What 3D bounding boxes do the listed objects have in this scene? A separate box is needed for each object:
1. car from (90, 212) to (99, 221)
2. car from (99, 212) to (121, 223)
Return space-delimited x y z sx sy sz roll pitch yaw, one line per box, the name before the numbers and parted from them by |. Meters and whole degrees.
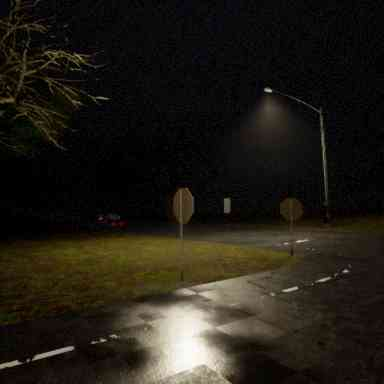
car | -17.120 4.513 60.703 1.837 1.490 4.892 -1 -1 -34
car | -13.404 4.267 55.342 1.812 1.442 4.674 -1 -2 -34
